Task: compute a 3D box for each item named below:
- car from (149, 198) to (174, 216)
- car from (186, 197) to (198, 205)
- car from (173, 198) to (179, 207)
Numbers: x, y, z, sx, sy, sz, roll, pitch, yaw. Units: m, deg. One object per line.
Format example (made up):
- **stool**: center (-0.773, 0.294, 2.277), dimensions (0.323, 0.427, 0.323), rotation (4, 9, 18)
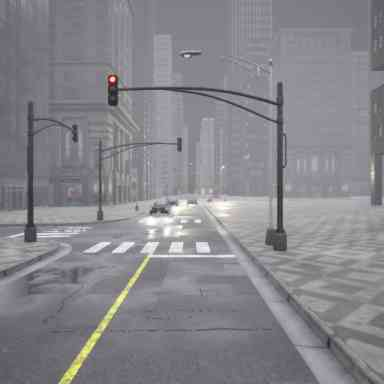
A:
- **car**: center (-3.084, 1.600, 32.914), dimensions (1.895, 1.301, 4.718), rotation (0, 0, 0)
- **car**: center (0.026, 1.559, 57.639), dimensions (2.033, 1.411, 5.357), rotation (0, 0, 0)
- **car**: center (-3.063, 1.608, 50.896), dimensions (1.895, 1.301, 4.718), rotation (0, 0, 0)
